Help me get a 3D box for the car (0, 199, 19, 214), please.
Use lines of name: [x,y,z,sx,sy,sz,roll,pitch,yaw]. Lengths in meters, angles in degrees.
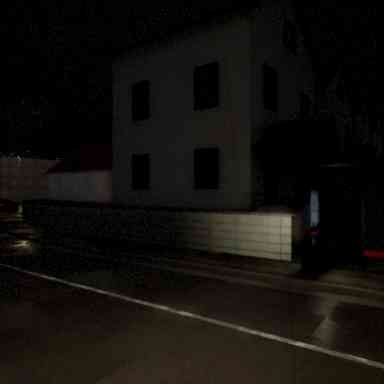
car: [-19.768,1.481,35.160,1.882,1.535,5.008,0,0,-16]
